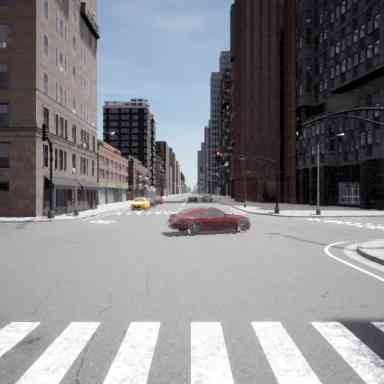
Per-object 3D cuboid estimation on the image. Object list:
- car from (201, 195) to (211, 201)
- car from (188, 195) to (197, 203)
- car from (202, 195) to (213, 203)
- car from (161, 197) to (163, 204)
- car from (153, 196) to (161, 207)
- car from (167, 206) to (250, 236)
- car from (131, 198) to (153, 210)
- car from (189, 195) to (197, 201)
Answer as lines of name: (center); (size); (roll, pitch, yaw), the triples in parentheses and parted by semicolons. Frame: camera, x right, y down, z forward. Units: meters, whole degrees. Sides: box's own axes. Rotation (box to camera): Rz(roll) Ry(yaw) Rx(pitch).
car: (3.398, 1.493, 81.384); (2.128, 1.511, 4.902); (0, 0, 0)
car: (0.129, 1.479, 70.970); (1.882, 1.535, 5.008); (0, 0, 0)
car: (3.379, 1.527, 70.964); (2.128, 1.511, 4.902); (0, 0, 0)
car: (-6.450, 1.483, 61.867); (1.882, 1.535, 5.008); (0, 0, 0)
car: (-6.490, 1.570, 51.446); (1.994, 1.385, 4.181); (0, 0, 1)
car: (0.940, 1.528, 18.303); (4.674, 1.442, 1.812); (0, 0, -20)
car: (-6.521, 1.482, 42.196); (1.882, 1.535, 5.008); (0, 0, 0)
car: (0.148, 1.446, 81.389); (1.882, 1.535, 5.008); (0, 0, 0)
